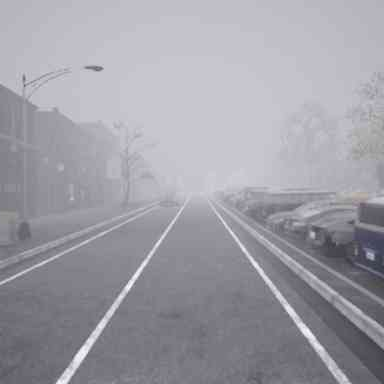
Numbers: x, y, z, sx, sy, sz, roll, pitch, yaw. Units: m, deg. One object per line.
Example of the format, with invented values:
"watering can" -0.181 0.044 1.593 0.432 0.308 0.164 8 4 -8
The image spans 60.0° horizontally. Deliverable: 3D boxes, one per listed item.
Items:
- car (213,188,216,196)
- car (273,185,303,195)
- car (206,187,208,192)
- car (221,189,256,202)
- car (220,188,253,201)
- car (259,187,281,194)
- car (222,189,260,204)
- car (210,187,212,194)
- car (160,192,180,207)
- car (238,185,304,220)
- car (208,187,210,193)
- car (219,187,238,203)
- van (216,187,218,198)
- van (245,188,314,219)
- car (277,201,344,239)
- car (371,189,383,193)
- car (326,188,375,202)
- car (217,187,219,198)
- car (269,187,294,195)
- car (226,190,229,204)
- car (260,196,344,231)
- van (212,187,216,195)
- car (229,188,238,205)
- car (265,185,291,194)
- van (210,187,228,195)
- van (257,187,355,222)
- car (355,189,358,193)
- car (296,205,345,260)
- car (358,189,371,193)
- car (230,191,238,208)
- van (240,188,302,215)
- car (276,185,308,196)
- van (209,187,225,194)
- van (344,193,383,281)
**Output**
"car" 6.531 0.430 54.708 5.008 1.535 2.097 -1 1 1
"car" 19.781 -0.406 68.746 5.566 2.045 2.435 -1 1 1
"car" 6.964 -0.315 82.726 5.566 2.045 2.435 -1 1 1
"car" 6.380 0.462 46.299 4.553 1.767 2.185 -1 1 1
"car" 6.483 0.408 49.100 4.553 1.767 2.185 -1 1 1
"car" 20.053 -0.430 85.454 5.008 1.535 2.097 -1 1 1
"car" 6.340 0.514 43.496 4.553 1.767 2.185 -1 1 1
"car" 6.924 0.163 68.718 5.366 1.575 1.946 -1 1 1
"car" -2.593 0.797 40.218 2.097 1.767 4.553 -1 1 1
"car" 6.016 0.804 21.073 5.566 2.045 2.435 -1 1 1
"car" 6.896 -0.019 79.924 4.892 1.521 2.231 -1 1 1
"car" 6.258 0.492 37.889 5.566 2.045 2.435 -1 1 1
"van" 6.373 0.260 51.903 4.442 1.987 1.878 -1 1 1
"van" 6.202 0.774 23.875 4.442 1.987 1.878 -1 1 1
"car" 5.927 1.237 12.668 4.674 1.452 2.002 -1 1 1
"car" 19.225 0.598 29.772 4.792 1.488 2.163 -1 1 1
"car" 19.419 0.363 40.872 4.892 1.521 2.231 -1 1 1
"car" 6.299 0.440 40.692 5.566 2.045 2.435 -1 1 1
"car" 19.891 -0.253 74.317 5.008 1.535 2.097 -1 1 1
"car" 6.251 0.835 35.091 4.674 1.452 2.002 -1 1 1
"car" 5.976 1.153 15.470 4.892 1.521 2.231 -1 1 1
"van" 6.535 0.052 63.113 4.442 1.987 1.878 -1 1 1
"car" 6.240 0.720 32.285 4.553 1.767 2.185 -1 1 1
"car" 19.902 -0.550 77.099 5.566 2.045 2.435 -1 1 1
"van" 7.134 -0.378 88.331 4.442 1.987 1.878 -1 1 1
"van" 6.121 0.878 18.271 4.442 1.987 1.878 -1 1 1
"car" 19.188 0.415 38.099 5.366 1.575 1.946 -1 1 1
"car" 5.918 1.267 9.860 4.792 1.488 2.163 -1 1 1
"car" 19.321 0.390 32.545 4.553 1.767 2.185 -1 1 1
"car" 6.165 0.900 29.486 4.892 1.521 2.231 -1 1 1
"van" 6.242 0.722 26.677 4.442 1.987 1.878 -1 1 1
"car" 19.743 -0.356 66.085 5.566 2.045 2.435 -1 1 1
"van" 6.985 -0.458 93.940 4.442 1.987 1.878 -1 1 1
"van" 5.958 1.045 7.053 4.442 1.987 1.878 -1 1 1
